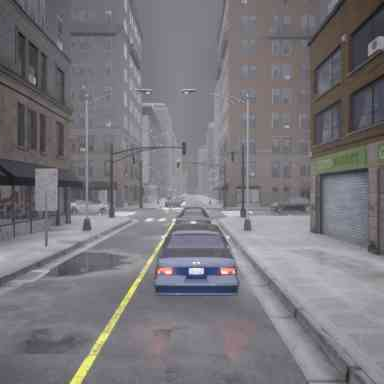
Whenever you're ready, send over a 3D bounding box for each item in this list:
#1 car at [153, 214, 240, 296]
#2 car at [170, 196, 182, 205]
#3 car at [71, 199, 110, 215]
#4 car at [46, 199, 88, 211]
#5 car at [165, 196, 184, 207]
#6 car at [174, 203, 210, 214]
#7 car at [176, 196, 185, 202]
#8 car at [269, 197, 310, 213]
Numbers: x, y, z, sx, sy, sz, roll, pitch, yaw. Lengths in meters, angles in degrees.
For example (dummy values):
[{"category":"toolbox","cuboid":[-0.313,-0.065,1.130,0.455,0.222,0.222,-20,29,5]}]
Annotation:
[{"category":"car","cuboid":[0.094,1.547,8.807,2.033,1.411,5.357,0,0,0]},{"category":"car","cuboid":[-2.758,1.526,58.567,1.812,1.442,4.674,0,0,0]},{"category":"car","cuboid":[-10.433,1.525,33.904,4.674,1.442,1.812,0,0,-1]},{"category":"car","cuboid":[-14.697,1.539,39.283,4.313,1.339,1.947,0,0,0]},{"category":"car","cuboid":[-2.810,1.351,49.838,2.097,1.767,4.553,0,0,1]},{"category":"car","cuboid":[0.086,1.563,19.353,1.994,1.385,4.181,0,0,1]},{"category":"car","cuboid":[-2.654,1.599,78.884,1.895,1.301,4.718,0,0,0]},{"category":"car","cuboid":[10.886,1.353,36.679,4.553,1.767,2.097,0,0,0]}]
